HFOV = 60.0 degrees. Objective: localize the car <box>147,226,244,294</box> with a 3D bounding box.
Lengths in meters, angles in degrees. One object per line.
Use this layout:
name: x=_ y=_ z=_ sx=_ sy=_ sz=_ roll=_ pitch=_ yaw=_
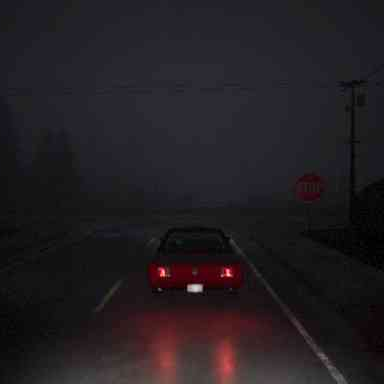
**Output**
car: x=0.072 y=1.531 z=8.558 sx=1.895 sy=1.301 sz=4.718 roll=0 pitch=0 yaw=0
